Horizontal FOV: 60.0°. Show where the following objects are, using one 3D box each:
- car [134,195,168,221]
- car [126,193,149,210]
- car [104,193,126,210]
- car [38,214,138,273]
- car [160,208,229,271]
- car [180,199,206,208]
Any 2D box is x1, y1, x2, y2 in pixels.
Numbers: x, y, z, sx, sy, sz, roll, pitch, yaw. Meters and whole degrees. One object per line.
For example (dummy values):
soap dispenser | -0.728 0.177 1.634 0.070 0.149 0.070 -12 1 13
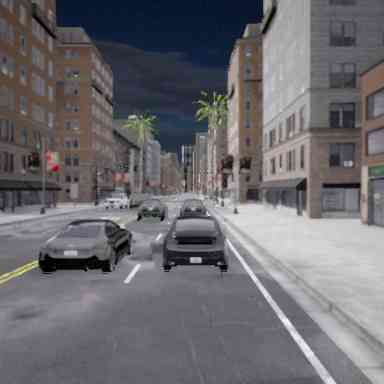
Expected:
car | -3.156 1.337 27.462 2.097 1.767 4.553 0 0 0
car | -6.559 1.206 42.698 2.150 2.045 5.566 0 0 1
car | -9.800 1.206 43.478 2.150 2.045 5.566 0 0 1
car | -3.153 1.556 10.651 1.994 1.385 4.181 0 0 0
car | 0.097 1.496 10.901 1.837 1.490 4.892 0 0 0
car | 0.093 1.337 27.495 2.097 1.767 4.553 0 0 0
